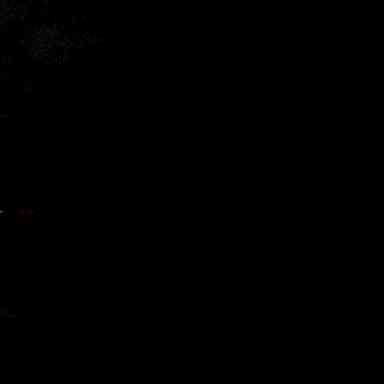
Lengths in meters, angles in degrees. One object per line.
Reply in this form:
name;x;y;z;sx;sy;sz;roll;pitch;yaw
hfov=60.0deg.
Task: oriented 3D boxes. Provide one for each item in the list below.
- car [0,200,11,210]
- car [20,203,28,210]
car;-27.306;1.844;47.532;2.033;1.411;5.357;1;-1;-17
car;-23.636;1.939;47.997;1.895;1.301;4.718;1;-1;-17
